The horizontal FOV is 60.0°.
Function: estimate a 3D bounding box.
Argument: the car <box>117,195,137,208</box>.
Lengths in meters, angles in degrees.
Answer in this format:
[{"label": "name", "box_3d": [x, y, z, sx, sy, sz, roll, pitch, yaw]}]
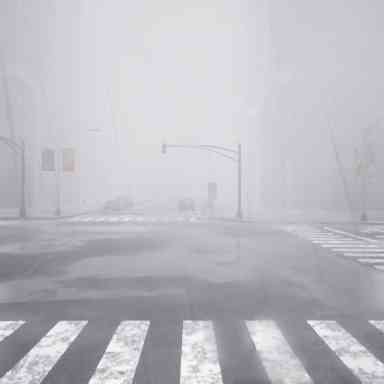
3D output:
[{"label": "car", "box_3d": [-9.118, 1.325, 44.329, 2.192, 1.841, 5.009, 0, 0, 0]}]

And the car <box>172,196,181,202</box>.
[{"label": "car", "box_3d": [-3.518, 1.634, 75.798, 1.994, 1.385, 4.181, 0, 0, 0]}]

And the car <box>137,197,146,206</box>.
[{"label": "car", "box_3d": [-9.174, 1.557, 55.011, 1.752, 1.417, 4.829, 0, 0, 0]}]

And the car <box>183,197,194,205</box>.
[{"label": "car", "box_3d": [-0.679, 1.589, 60.645, 1.887, 1.381, 4.507, 0, 0, 0]}]

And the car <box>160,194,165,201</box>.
[{"label": "car", "box_3d": [-9.376, 1.674, 93.162, 1.887, 1.381, 4.507, 0, 0, 0]}]

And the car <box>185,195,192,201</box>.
[{"label": "car", "box_3d": [-0.852, 1.674, 93.195, 1.887, 1.381, 4.507, 0, 0, 0]}]

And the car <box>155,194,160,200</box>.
[{"label": "car", "box_3d": [-9.291, 1.399, 76.885, 2.192, 1.841, 5.009, 0, 0, 0]}]

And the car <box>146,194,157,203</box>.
[{"label": "car", "box_3d": [-9.261, 1.652, 71.459, 1.802, 1.307, 4.206, 0, 0, 0]}]

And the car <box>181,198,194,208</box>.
[{"label": "car", "box_3d": [-0.621, 1.603, 49.795, 1.802, 1.307, 4.206, 0, 0, 0]}]

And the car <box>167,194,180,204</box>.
[{"label": "car", "box_3d": [-3.366, 1.561, 65.714, 1.837, 1.490, 4.892, 0, 0, 0]}]

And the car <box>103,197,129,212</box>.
[{"label": "car", "box_3d": [-9.088, 1.565, 38.903, 1.947, 1.339, 4.313, 0, 0, 0]}]

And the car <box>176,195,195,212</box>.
[{"label": "car", "box_3d": [-0.564, 1.439, 38.946, 1.967, 1.590, 4.097, 0, 0, 0]}]
